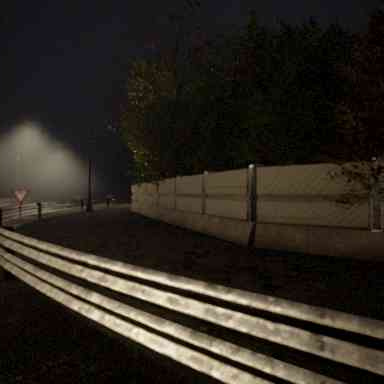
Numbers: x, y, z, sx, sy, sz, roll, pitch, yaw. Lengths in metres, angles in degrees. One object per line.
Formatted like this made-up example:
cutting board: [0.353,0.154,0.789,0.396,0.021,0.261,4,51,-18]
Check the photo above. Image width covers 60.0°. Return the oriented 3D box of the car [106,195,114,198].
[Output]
car: [-21.323,1.424,86.841,1.812,1.442,4.674,0,0,-4]

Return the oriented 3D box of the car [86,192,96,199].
car: [-26.280,1.128,86.894,2.150,2.045,5.566,0,0,-20]

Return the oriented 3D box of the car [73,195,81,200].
car: [-29.615,1.382,85.839,1.882,1.535,5.008,0,0,-20]
